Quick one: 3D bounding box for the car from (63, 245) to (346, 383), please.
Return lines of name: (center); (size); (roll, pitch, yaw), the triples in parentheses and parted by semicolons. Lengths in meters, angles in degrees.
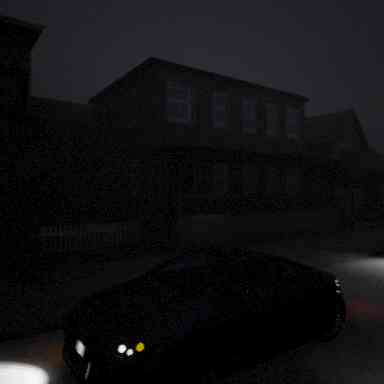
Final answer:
car: (0.376, 1.548, 4.875); (4.181, 1.385, 1.994); (0, 0, -36)
